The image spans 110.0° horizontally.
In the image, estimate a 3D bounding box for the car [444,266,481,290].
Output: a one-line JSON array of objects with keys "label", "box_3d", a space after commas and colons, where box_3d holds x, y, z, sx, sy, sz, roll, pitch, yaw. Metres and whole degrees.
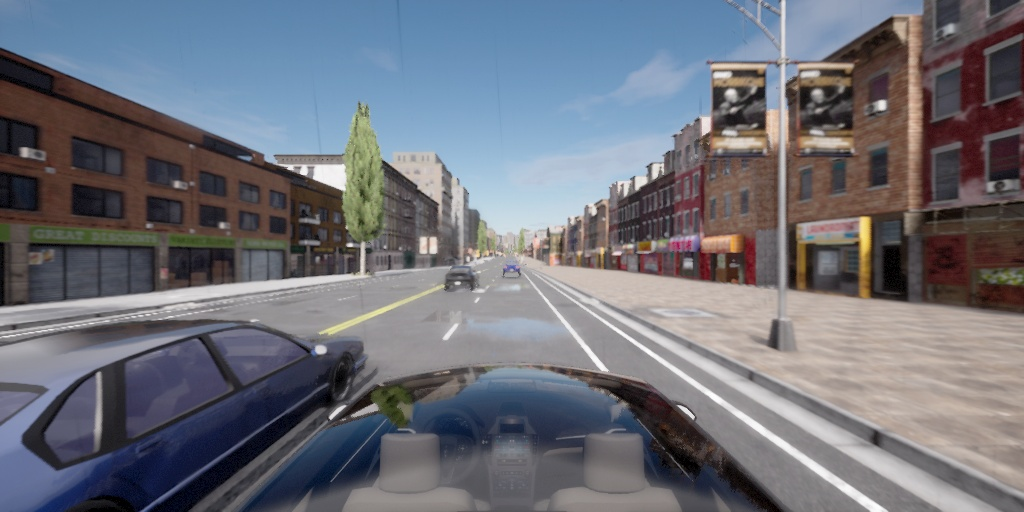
[{"label": "car", "box_3d": [-3.165, 1.370, 23.328, 1.837, 1.490, 4.892, 0, 0, 0]}]

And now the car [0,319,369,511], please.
[{"label": "car", "box_3d": [-3.152, 1.300, 3.151, 2.033, 1.411, 5.357, 0, 0, 0]}]

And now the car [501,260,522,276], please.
[{"label": "car", "box_3d": [-0.020, 1.203, 36.365, 1.812, 1.442, 4.674, 0, 0, 0]}]

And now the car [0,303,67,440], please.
[{"label": "car", "box_3d": [-6.592, 1.298, 1.816, 2.033, 1.411, 5.357, 0, 0, 0]}]
